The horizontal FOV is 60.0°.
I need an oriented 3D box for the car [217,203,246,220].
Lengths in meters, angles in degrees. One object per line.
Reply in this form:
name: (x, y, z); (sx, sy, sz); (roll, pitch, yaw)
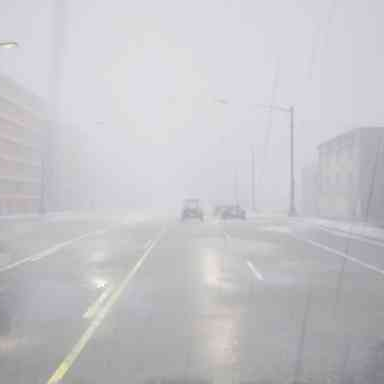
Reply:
car: (3.549, 1.729, 29.444); (1.994, 1.385, 4.181); (0, -2, 0)

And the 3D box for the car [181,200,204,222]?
car: (0.034, 1.648, 27.639); (1.812, 1.442, 4.674); (0, -1, 1)

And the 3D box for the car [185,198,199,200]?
car: (0.048, 1.714, 39.139); (2.150, 2.045, 5.566); (0, -2, 1)

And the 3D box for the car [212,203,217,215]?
car: (3.560, 2.047, 40.767); (2.128, 1.511, 4.902); (0, -2, 0)
